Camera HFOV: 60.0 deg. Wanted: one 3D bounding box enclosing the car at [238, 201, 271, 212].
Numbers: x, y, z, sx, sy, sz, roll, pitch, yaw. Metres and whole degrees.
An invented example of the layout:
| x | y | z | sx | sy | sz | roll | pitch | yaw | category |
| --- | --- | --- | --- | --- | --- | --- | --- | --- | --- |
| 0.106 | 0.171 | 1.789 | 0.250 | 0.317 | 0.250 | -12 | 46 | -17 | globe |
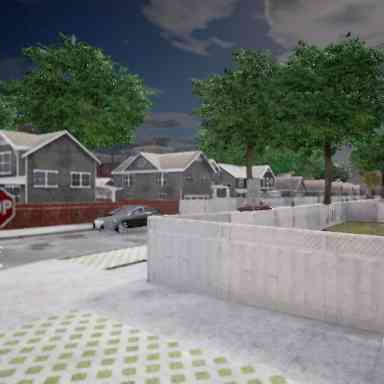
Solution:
| x | y | z | sx | sy | sz | roll | pitch | yaw | category |
| --- | --- | --- | --- | --- | --- | --- | --- | --- | --- |
| 6.413 | 1.648 | 33.970 | 1.882 | 1.535 | 5.008 | 0 | 0 | 35 | car |

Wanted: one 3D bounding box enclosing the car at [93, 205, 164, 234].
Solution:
| x | y | z | sx | sy | sz | roll | pitch | yaw | category |
| --- | --- | --- | --- | --- | --- | --- | --- | --- | --- |
| -3.620 | 1.554 | 19.816 | 2.128 | 1.511 | 4.902 | 0 | 0 | 35 | car |
